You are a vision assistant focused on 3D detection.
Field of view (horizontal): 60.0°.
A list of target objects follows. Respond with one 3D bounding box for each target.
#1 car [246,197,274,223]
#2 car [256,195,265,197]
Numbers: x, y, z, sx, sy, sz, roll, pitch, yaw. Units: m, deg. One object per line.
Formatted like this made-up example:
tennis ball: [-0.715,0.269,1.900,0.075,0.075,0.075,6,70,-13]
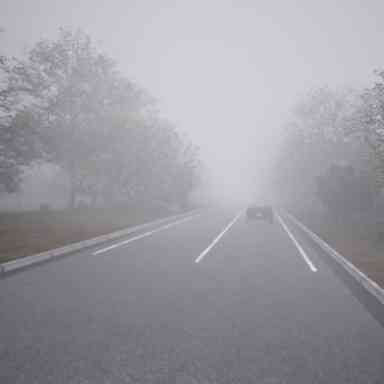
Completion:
car: [5.221,1.443,25.655,1.882,1.535,5.008,2,0,12]
car: [10.059,1.291,48.929,2.097,1.767,4.553,2,1,12]
